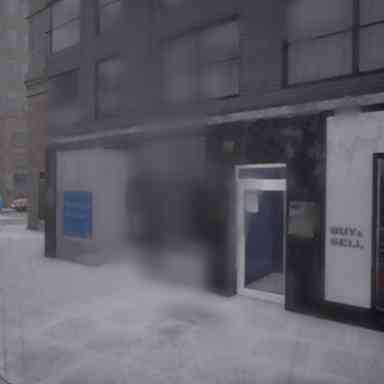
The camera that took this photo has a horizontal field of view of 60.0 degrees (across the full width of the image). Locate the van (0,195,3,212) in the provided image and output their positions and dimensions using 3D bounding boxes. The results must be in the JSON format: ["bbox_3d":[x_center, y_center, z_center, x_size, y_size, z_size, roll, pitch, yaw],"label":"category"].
[{"bbox_3d":[-17.489,1.019,26.854,1.690,1.788,3.998,1,0,36],"label":"van"}]

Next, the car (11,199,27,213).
[{"bbox_3d":[-14.209,0.998,31.388,2.192,1.841,5.009,1,0,36],"label":"car"}]
